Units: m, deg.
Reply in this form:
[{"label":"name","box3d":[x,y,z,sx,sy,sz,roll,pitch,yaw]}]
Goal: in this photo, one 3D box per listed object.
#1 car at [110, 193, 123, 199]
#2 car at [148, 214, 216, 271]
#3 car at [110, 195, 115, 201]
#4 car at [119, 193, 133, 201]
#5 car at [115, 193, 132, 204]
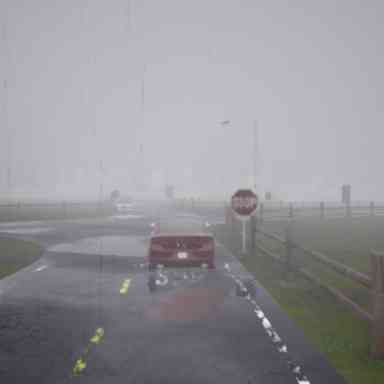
[{"label":"car","box3d":[-18.813,1.032,83.197,2.128,1.511,4.902,0,0,-25]},{"label":"car","box3d":[-0.377,1.467,10.992,1.882,1.535,5.008,0,0,-3]},{"label":"car","box3d":[-16.748,1.229,71.494,1.882,1.535,5.008,0,0,-20]},{"label":"car","box3d":[-14.758,1.086,73.905,2.097,1.767,4.553,0,0,-23]},{"label":"car","box3d":[-11.783,1.340,57.225,1.837,1.490,4.892,0,0,-17]}]
